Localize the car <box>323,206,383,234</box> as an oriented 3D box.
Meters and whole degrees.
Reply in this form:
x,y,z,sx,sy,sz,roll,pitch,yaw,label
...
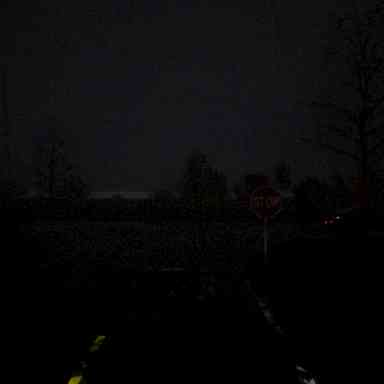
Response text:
x,y,z,sx,sy,sz,roll,pitch,yaw,label
9.629,1.487,18.186,4.674,1.442,1.812,0,1,0,car
